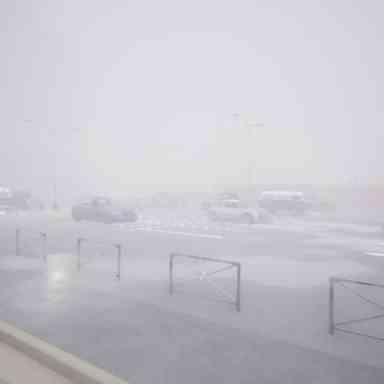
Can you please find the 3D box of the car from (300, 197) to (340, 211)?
[{"bbox_3d":[14.513,1.287,37.765,3.905,1.438,1.784,1,0,36],"label":"car"}]

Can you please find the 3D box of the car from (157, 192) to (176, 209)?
[{"bbox_3d":[-4.224,1.085,37.563,3.905,1.438,1.784,1,0,36],"label":"car"}]

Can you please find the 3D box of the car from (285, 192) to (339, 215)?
[{"bbox_3d":[12.768,1.072,35.453,4.605,1.855,1.932,1,0,36],"label":"car"}]

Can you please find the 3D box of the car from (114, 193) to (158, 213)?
[{"bbox_3d":[-5.920,1.112,35.216,3.806,1.475,1.970,1,0,36],"label":"car"}]

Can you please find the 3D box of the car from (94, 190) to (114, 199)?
[{"bbox_3d":[-24.046,0.452,91.632,1.851,1.617,3.988,1,0,36],"label":"car"}]

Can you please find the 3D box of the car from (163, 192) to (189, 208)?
[{"bbox_3d":[-2.692,0.877,39.767,4.605,1.855,1.932,1,0,36],"label":"car"}]

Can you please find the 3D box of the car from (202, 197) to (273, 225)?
[{"bbox_3d":[2.949,1.294,21.701,3.806,1.475,1.970,1,0,36],"label":"car"}]
